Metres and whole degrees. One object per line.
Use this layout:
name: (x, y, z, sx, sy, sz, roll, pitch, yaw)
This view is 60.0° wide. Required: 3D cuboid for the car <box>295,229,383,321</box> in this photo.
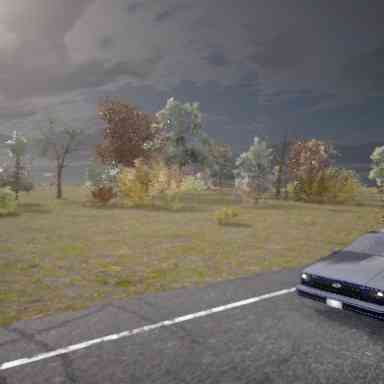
car: (4.632, 1.548, 7.323, 5.357, 1.411, 2.033, 0, 0, -36)
